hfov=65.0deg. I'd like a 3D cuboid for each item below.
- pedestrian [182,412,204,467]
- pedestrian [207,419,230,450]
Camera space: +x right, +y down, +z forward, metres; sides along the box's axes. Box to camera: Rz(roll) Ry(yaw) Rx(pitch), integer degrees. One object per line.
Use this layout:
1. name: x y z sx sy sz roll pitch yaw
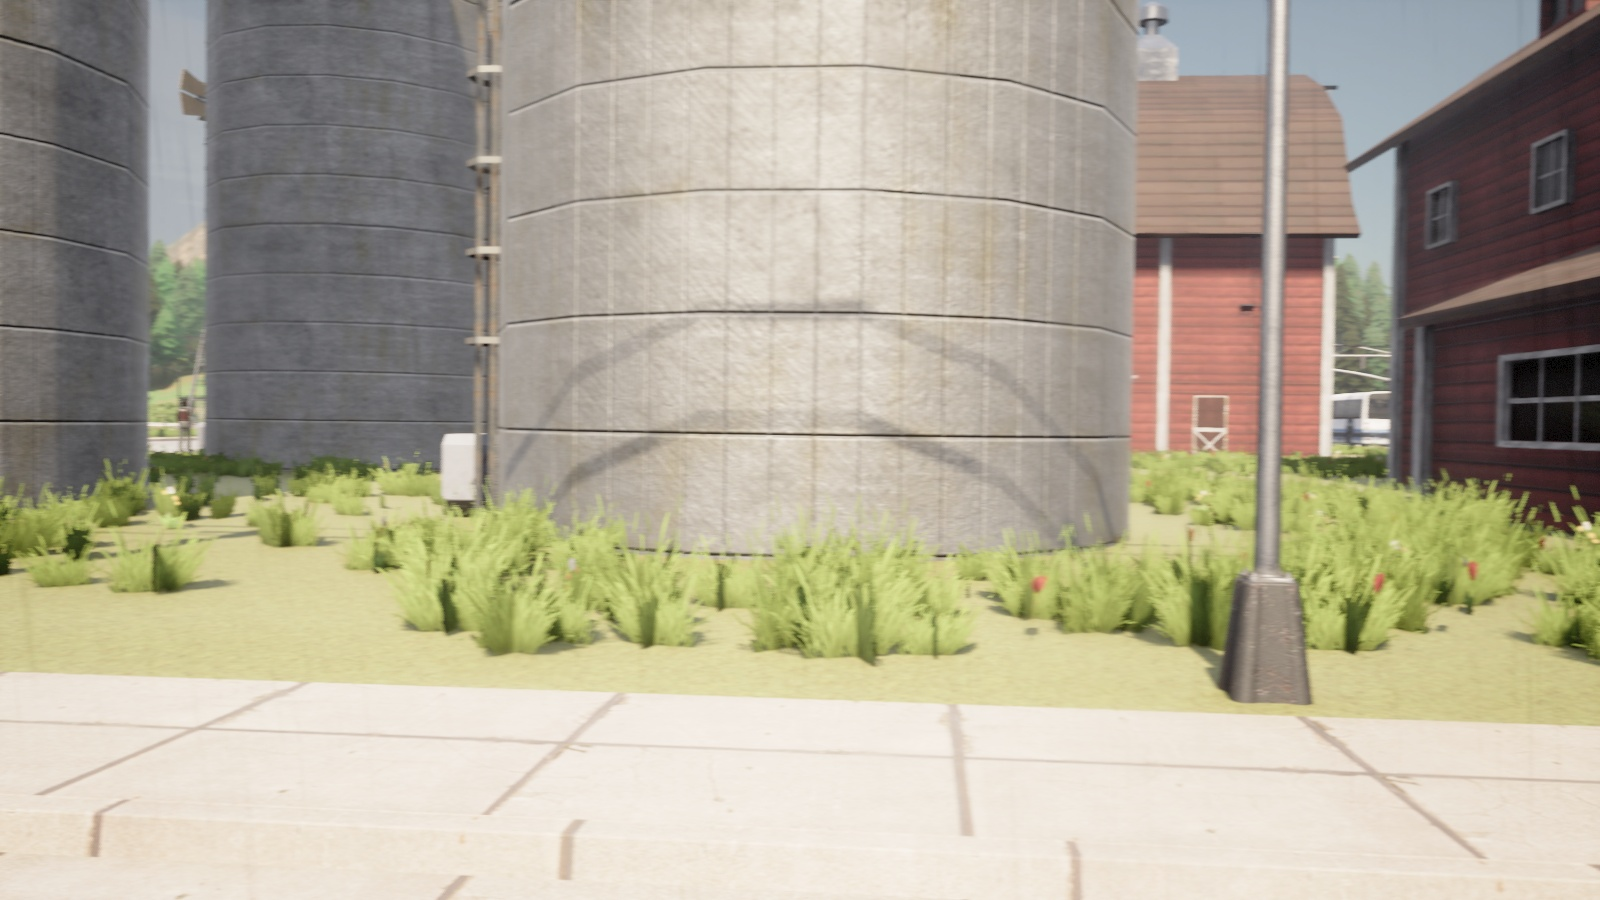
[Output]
1. pedestrian: -21.676 -0.375 44.868 0.402 1.930 0.666 0 1 2
2. pedestrian: -34.318 -0.924 74.077 0.874 1.855 0.900 0 1 6
